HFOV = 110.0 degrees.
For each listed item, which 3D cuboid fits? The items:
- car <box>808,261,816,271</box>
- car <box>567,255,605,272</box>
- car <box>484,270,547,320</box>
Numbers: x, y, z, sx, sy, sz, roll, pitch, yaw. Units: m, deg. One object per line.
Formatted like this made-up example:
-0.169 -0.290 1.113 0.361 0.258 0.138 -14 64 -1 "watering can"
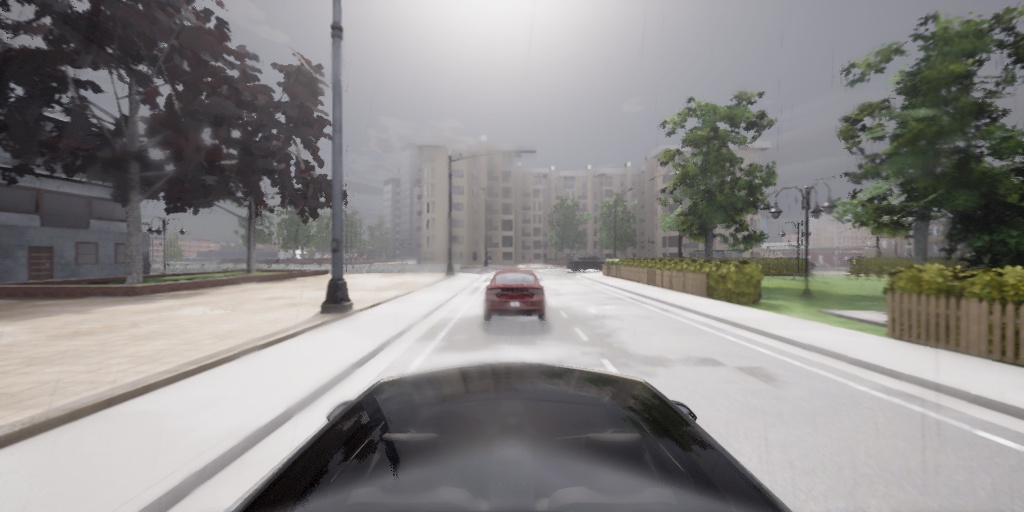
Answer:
36.529 1.163 46.541 4.892 1.490 1.837 0 0 1 "car"
9.535 0.898 43.596 5.566 2.045 2.150 -1 -1 -11 "car"
0.095 1.205 12.530 1.882 1.535 5.008 0 0 0 "car"
